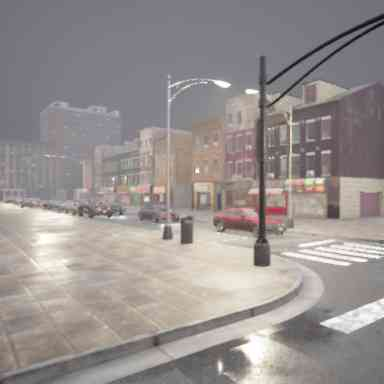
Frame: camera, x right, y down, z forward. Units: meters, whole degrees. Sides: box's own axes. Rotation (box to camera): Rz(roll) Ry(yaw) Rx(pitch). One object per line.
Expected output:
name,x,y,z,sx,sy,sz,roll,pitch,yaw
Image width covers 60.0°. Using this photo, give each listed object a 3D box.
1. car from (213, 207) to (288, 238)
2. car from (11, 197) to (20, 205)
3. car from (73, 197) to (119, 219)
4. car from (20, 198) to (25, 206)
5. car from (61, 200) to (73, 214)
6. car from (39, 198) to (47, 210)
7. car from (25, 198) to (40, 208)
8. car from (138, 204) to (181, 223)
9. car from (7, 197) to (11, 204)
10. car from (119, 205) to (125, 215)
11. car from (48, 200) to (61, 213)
car,3.067,1.583,18.407,1.812,1.442,4.674,0,0,-36
car,-34.200,1.807,66.283,1.752,1.417,4.829,0,0,-35
car,-9.068,1.421,31.048,2.192,1.841,5.009,0,0,-35
car,-27.991,1.676,57.578,1.967,1.590,4.097,0,0,-35
car,-12.123,1.651,35.330,1.752,1.417,4.829,0,0,-35
car,-18.529,1.714,44.312,1.887,1.381,4.507,0,0,-35
car,-24.837,1.653,53.156,1.967,1.590,4.097,0,0,-35
car,-2.656,1.655,26.453,1.994,1.385,4.181,0,0,-34
car,-40.606,1.875,75.264,1.887,1.381,4.507,0,0,-35
car,-8.830,1.678,35.105,2.033,1.411,5.357,0,0,-35
car,-15.375,1.698,39.890,2.008,1.369,4.403,0,0,-35
